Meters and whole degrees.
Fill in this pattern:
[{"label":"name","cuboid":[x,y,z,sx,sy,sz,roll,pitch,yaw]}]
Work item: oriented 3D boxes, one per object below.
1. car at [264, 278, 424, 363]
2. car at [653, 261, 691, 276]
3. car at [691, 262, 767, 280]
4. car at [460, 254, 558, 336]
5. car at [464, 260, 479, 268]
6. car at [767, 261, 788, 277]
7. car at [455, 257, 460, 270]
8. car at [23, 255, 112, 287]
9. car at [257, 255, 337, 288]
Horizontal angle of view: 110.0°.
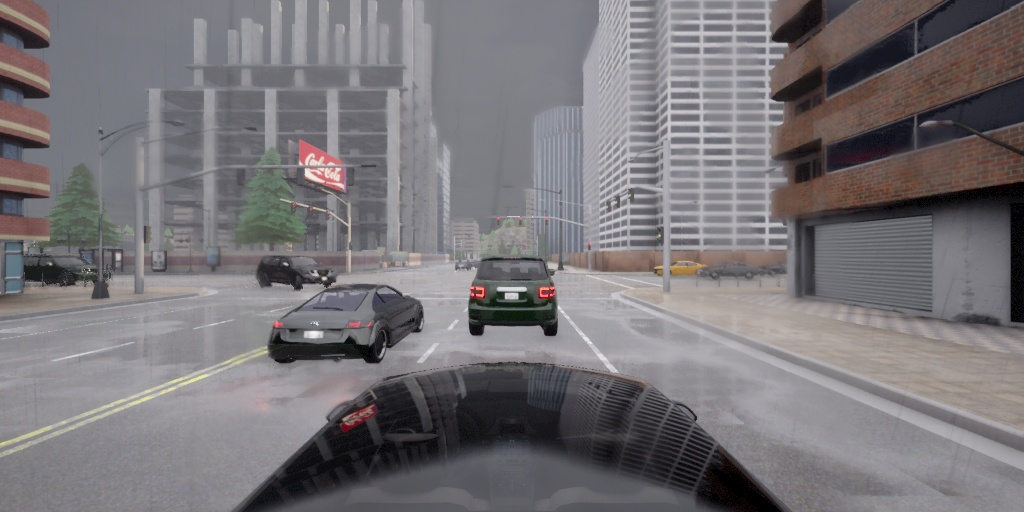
[{"label":"car","cuboid":[-3.378,1.313,8.137,1.994,1.385,4.181,0,0,0]},{"label":"car","cuboid":[16.292,1.224,34.735,5.008,1.535,1.882,0,0,0]},{"label":"car","cuboid":[18.770,1.238,31.234,4.902,1.511,2.128,0,0,0]},{"label":"car","cuboid":[0.098,0.970,10.525,2.150,2.045,5.566,0,0,2]},{"label":"car","cuboid":[-6.775,1.307,59.783,1.994,1.385,4.181,0,0,1]},{"label":"car","cuboid":[26.228,1.238,34.726,4.902,1.511,2.128,0,0,0]},{"label":"car","cuboid":[-6.841,1.236,50.673,2.128,1.511,4.902,0,0,0]},{"label":"car","cuboid":[-30.408,0.970,24.034,5.566,2.045,2.150,0,0,0]},{"label":"car","cuboid":[-13.228,0.971,21.995,5.566,2.045,2.150,0,-1,28]}]
